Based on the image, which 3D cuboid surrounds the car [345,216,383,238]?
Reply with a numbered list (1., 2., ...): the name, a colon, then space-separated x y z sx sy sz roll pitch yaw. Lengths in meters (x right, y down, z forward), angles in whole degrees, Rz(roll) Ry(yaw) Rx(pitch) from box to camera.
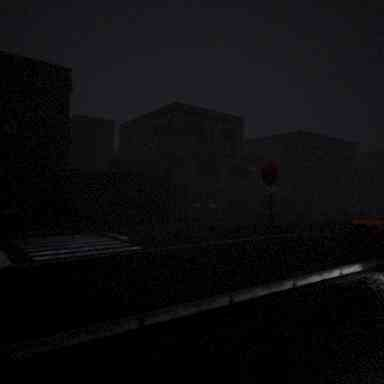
1. car: 10.151 1.549 15.864 1.946 1.575 5.366 1 -1 -36
